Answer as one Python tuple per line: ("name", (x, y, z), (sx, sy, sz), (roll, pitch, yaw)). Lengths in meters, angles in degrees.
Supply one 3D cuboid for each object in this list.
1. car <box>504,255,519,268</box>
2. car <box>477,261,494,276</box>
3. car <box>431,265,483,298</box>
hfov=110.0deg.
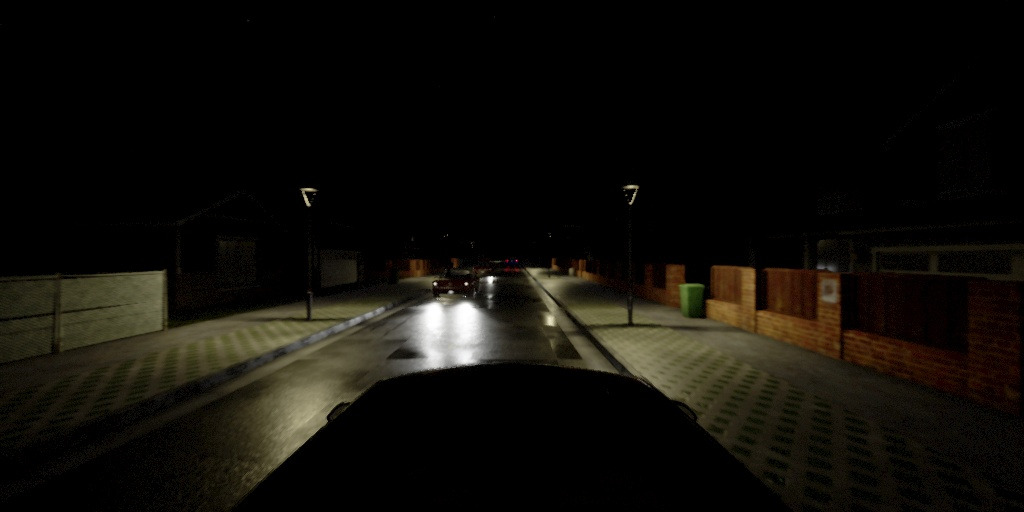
("car", (-0.016, 0.881, 56.664), (2.150, 2.045, 5.566), (0, 0, 0))
("car", (-2.763, 1.247, 36.287), (1.812, 1.442, 4.674), (0, 0, 0))
("car", (-2.785, 1.347, 18.556), (1.895, 1.301, 4.718), (0, 0, 0))
